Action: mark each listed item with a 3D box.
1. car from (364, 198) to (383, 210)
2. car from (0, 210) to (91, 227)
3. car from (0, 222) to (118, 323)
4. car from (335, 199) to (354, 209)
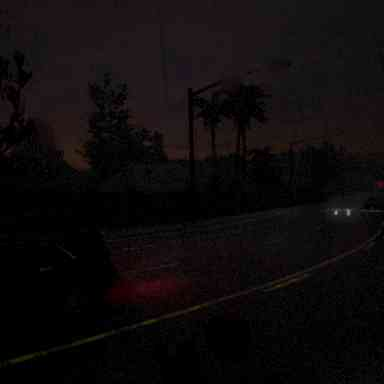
[{"bbox_3d":[22.228,1.430,40.706,2.033,1.411,5.357,-1,0,32],"label":"car"},{"bbox_3d":[-4.779,1.392,9.391,4.553,1.767,2.097,0,0,-40],"label":"car"},{"bbox_3d":[-3.737,1.534,5.761,4.892,1.490,1.837,0,0,-38],"label":"car"},{"bbox_3d":[20.280,1.526,44.200,1.895,1.301,4.718,-1,0,32],"label":"car"}]
